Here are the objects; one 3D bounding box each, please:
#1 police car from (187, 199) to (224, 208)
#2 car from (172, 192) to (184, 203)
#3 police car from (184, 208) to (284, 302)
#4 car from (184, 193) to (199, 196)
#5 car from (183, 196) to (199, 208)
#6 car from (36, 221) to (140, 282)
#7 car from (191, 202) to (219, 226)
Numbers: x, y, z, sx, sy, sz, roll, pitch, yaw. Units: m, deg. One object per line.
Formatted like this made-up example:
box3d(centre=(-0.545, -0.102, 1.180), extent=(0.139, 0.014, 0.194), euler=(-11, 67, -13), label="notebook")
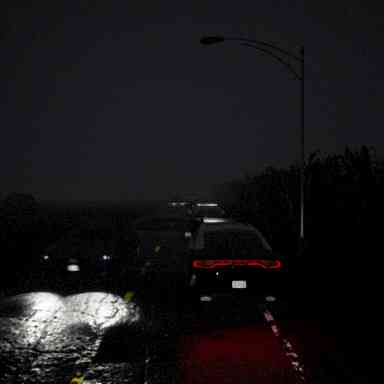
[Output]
box3d(centre=(0.849, 1.415, 18.444), extent=(1.930, 1.638, 5.238), euler=(0, 0, 0), label="police car")
box3d(centre=(-2.663, 1.115, 65.969), extent=(2.150, 2.045, 5.566), euler=(0, 0, 0), label="car")
box3d(centre=(0.835, 1.423, 8.445), extent=(1.930, 1.638, 5.238), euler=(0, 0, 0), label="police car")
box3d(centre=(0.079, 1.134, 60.043), extent=(2.150, 2.045, 5.566), euler=(0, 0, 0), label="car")
box3d(centre=(0.106, 1.550, 46.078), extent=(1.895, 1.301, 4.718), euler=(0, 0, 1), label="car")
box3d(centre=(-2.738, 1.561, 9.650), extent=(1.994, 1.385, 4.181), euler=(0, 0, 0), label="car")
box3d(centre=(0.856, 1.509, 24.334), extent=(1.812, 1.442, 4.674), euler=(0, 0, 0), label="car")
